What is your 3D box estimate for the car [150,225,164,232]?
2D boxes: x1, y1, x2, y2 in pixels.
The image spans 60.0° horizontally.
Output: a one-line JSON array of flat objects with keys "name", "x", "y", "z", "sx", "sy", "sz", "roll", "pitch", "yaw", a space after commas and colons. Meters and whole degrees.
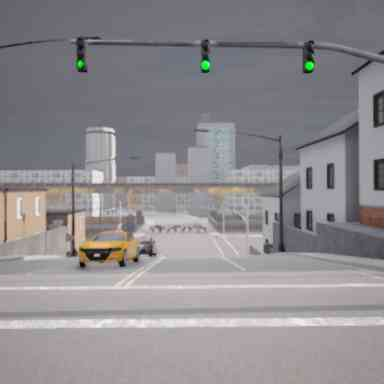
[{"name": "car", "x": -8.531, "y": 9.262, "z": 84.889, "sx": 4.974, "sy": 1.542, "sz": 2.038, "roll": 0, "pitch": 0, "yaw": 43}]

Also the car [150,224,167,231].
[{"name": "car", "x": -8.570, "y": 9.105, "z": 84.923, "sx": 4.536, "sy": 1.218, "sz": 1.853, "roll": 0, "pitch": 0, "yaw": 43}]

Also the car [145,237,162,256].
[{"name": "car", "x": -3.755, "y": 4.214, "z": 25.657, "sx": 2.128, "sy": 1.511, "sz": 4.902, "roll": 0, "pitch": -12, "yaw": -1}]

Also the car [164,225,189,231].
[{"name": "car", "x": -3.923, "y": 9.225, "z": 84.954, "sx": 4.974, "sy": 1.542, "sz": 2.038, "roll": -1, "pitch": 0, "yaw": -37}]

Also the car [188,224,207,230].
[{"name": "car", "x": 1.386, "y": 9.022, "z": 85.831, "sx": 4.536, "sy": 1.218, "sz": 1.853, "roll": 0, "pitch": 0, "yaw": 28}]

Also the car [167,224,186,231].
[{"name": "car", "x": -3.883, "y": 9.067, "z": 84.985, "sx": 4.536, "sy": 1.218, "sz": 1.853, "roll": -1, "pitch": 0, "yaw": -37}]

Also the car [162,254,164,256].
[{"name": "car", "x": -3.976, "y": 7.184, "z": 35.720, "sx": 1.882, "sy": 1.535, "sz": 5.008, "roll": -1, "pitch": -20, "yaw": 0}]

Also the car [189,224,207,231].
[{"name": "car", "x": 1.434, "y": 9.179, "z": 85.808, "sx": 4.974, "sy": 1.542, "sz": 2.038, "roll": 0, "pitch": 0, "yaw": 28}]

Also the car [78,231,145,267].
[{"name": "car", "x": -3.656, "y": 2.549, "z": 15.429, "sx": 1.882, "sy": 1.535, "sz": 5.008, "roll": -1, "pitch": -8, "yaw": 1}]
